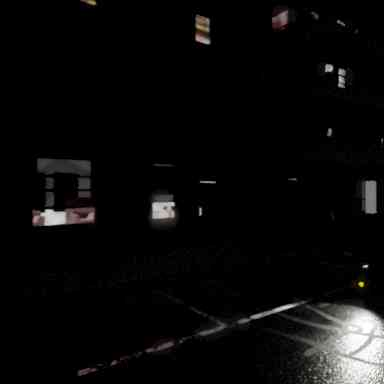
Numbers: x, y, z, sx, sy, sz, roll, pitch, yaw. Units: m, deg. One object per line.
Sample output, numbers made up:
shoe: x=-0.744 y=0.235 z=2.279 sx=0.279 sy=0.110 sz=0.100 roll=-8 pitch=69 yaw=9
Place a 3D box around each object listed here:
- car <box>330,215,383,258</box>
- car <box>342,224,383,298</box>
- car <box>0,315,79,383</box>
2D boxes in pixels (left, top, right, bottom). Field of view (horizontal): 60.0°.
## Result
car: x=6.428 y=1.481 z=11.131 sx=4.313 sy=1.339 sz=1.947 roll=-1 pitch=0 yaw=-35
car: x=5.379 y=1.502 z=7.213 sx=4.181 sy=1.385 sz=1.994 roll=-1 pitch=0 yaw=-36
car: x=-2.977 y=1.491 z=1.235 sx=5.008 sy=1.535 sz=1.882 roll=0 pitch=0 yaw=-36
